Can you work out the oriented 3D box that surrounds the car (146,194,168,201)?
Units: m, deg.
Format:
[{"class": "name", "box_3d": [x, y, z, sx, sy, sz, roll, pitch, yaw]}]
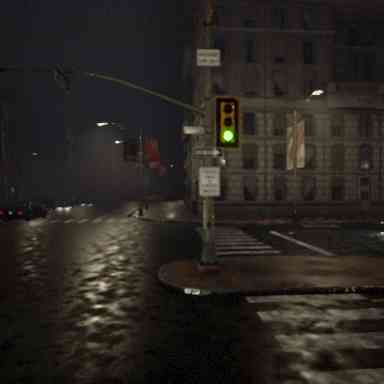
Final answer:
[{"class": "car", "box_3d": [-8.450, 1.263, 75.866, 1.882, 1.535, 5.008, 0, 0, 34]}]

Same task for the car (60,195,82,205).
[{"class": "car", "box_3d": [-21.357, 1.380, 58.854, 1.837, 1.490, 4.892, 0, 0, 6]}]

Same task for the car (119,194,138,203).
[{"class": "car", "box_3d": [-12.640, 1.178, 66.497, 2.097, 1.767, 4.553, 0, 0, 18]}]

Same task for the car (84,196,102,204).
[{"class": "car", "box_3d": [-17.754, 1.410, 59.469, 2.033, 1.411, 5.357, 0, 0, 6]}]

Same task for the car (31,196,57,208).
[{"class": "car", "box_3d": [-21.476, 1.385, 48.614, 1.882, 1.535, 5.008, 0, 0, -4]}]

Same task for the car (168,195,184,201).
[{"class": "car", "box_3d": [-4.034, 1.311, 76.263, 2.033, 1.411, 5.357, 0, 0, 37]}]

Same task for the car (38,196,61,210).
[{"class": "car", "box_3d": [-17.259, 1.453, 38.639, 1.812, 1.442, 4.674, 0, 0, -4]}]

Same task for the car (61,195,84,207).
[{"class": "car", "box_3d": [-17.992, 1.388, 49.014, 2.128, 1.511, 4.902, 0, 0, -4]}]

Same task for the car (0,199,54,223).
[{"class": "car", "box_3d": [-12.711, 1.503, 25.473, 2.033, 1.411, 5.357, 0, 0, -4]}]
